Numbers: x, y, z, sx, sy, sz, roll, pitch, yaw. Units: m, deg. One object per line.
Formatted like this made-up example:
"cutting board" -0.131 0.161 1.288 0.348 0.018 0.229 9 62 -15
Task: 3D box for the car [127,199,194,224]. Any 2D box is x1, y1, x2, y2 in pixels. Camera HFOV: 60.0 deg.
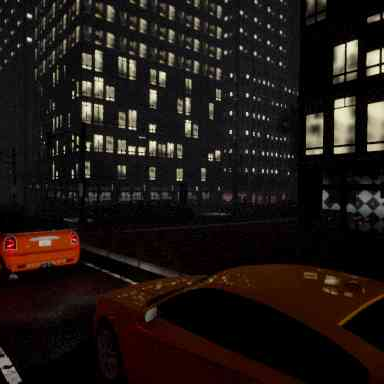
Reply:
"car" -2.211 1.523 26.669 5.009 1.841 2.192 1 0 -39

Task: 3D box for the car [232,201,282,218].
"car" 6.660 1.832 33.906 4.829 1.417 1.752 1 0 -39

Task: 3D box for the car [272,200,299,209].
"car" 14.336 1.881 50.979 4.313 1.339 1.947 1 0 -39

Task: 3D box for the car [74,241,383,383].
"car" 0.749 1.476 3.245 1.882 1.535 5.008 0 0 -40

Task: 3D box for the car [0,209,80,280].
"car" -5.193 1.347 10.285 2.097 1.767 4.553 0 0 -40

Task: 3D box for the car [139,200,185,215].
"car" -3.272 1.647 36.619 4.829 1.417 1.752 1 0 -39

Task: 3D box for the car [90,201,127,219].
"car" -6.857 1.606 30.393 4.892 1.490 1.837 0 1 -38

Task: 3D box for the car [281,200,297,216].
"car" 10.899 1.935 37.363 4.206 1.307 1.802 1 0 -39

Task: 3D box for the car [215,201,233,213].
"car" 5.261 1.787 40.225 5.357 1.411 2.033 1 1 -39
